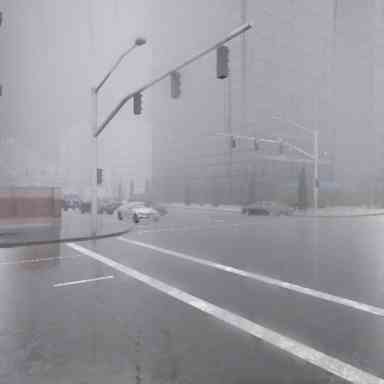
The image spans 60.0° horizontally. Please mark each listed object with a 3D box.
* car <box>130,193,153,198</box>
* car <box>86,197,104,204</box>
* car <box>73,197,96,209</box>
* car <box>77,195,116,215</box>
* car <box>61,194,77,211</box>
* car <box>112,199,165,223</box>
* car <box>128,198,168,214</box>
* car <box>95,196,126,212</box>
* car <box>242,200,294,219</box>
[{"bbox_3d":[-7.639,1.221,48.926,2.150,2.045,5.566,0,0,-36],"label":"car"},{"bbox_3d":[-18.878,1.601,64.602,1.895,1.301,4.718,0,0,-36],"label":"car"},{"bbox_3d":[-15.419,1.526,47.450,1.812,1.442,4.674,0,0,-35],"label":"car"},{"bbox_3d":[-9.521,1.352,33.195,2.097,1.767,4.553,0,0,-36],"label":"car"},{"bbox_3d":[-15.121,1.221,41.007,2.150,2.045,5.566,0,0,-36],"label":"car"},{"bbox_3d":[-4.292,1.526,25.899,1.812,1.442,4.674,0,0,-36],"label":"car"},{"bbox_3d":[-4.404,1.547,32.061,2.033,1.411,5.357,0,0,-36],"label":"car"},{"bbox_3d":[-9.786,1.352,39.571,2.097,1.767,4.553,0,0,-36],"label":"car"},{"bbox_3d":[6.506,1.491,29.153,2.128,1.511,4.902,0,0,-40],"label":"car"}]
